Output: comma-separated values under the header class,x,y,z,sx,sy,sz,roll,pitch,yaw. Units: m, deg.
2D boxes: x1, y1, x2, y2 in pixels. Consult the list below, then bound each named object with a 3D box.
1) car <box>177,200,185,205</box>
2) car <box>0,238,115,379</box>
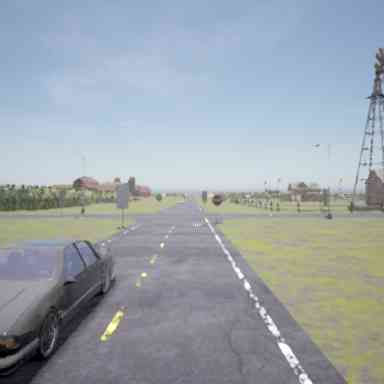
class,x,y,z,sx,sy,sz,roll,pitch,yaw
car,-2.711,2.545,82.789,1.895,1.301,4.718,0,-1,0
car,-2.846,1.626,6.250,2.033,1.411,5.357,0,-1,0
